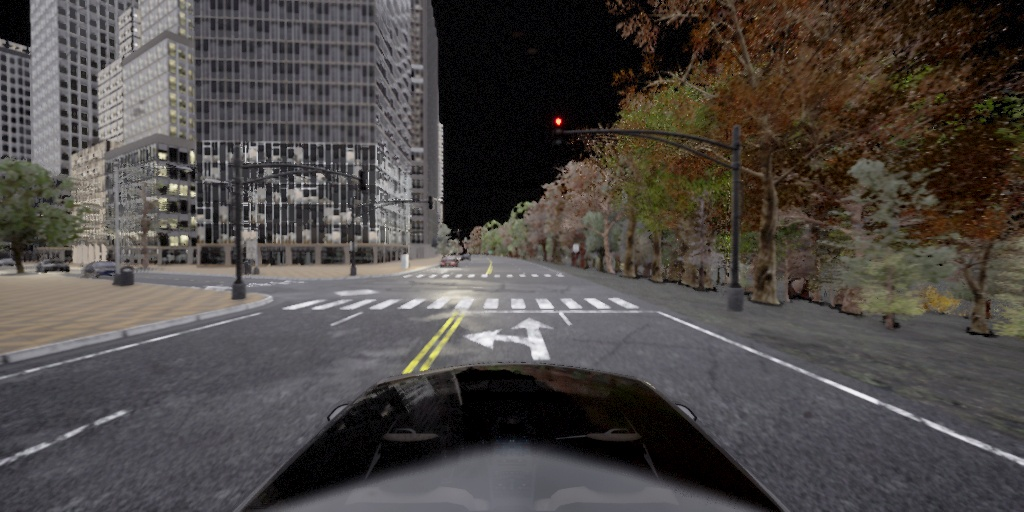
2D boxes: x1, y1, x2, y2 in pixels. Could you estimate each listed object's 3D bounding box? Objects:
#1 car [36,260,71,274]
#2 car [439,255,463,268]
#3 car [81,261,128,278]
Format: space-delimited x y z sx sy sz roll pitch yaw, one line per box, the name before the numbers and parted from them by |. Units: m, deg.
car | -50.840 1.188 39.701 4.892 1.490 1.837 0 1 29
car | -7.422 0.761 42.803 1.994 1.385 4.181 0 1 -2
car | -36.074 1.173 31.700 5.357 1.411 2.033 0 1 29
